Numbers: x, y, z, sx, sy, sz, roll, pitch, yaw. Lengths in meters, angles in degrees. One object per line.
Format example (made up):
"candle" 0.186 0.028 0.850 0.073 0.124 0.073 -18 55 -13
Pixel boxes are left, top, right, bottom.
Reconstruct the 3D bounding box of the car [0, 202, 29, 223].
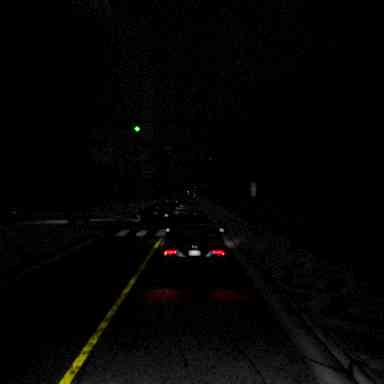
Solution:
"car" -13.548 1.397 22.895 4.097 1.590 1.967 0 -2 -1

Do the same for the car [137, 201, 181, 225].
"car" -2.623 1.580 24.552 1.994 1.385 4.181 1 -1 -25

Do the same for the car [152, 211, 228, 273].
"car" 0.090 1.567 10.761 2.033 1.411 5.357 0 0 1

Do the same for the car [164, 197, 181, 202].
"car" -3.064 1.683 43.806 2.033 1.411 5.357 0 0 3

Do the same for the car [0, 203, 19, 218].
"car" -19.015 1.760 31.404 4.313 1.339 1.947 0 -2 0

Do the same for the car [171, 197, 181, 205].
"car" -3.013 1.764 63.553 1.812 1.442 4.674 0 0 0

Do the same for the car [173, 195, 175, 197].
"car" -3.076 1.537 53.434 2.097 1.767 4.553 0 0 0
